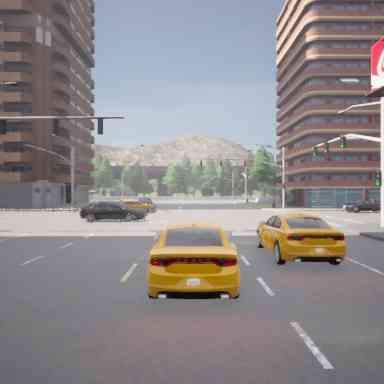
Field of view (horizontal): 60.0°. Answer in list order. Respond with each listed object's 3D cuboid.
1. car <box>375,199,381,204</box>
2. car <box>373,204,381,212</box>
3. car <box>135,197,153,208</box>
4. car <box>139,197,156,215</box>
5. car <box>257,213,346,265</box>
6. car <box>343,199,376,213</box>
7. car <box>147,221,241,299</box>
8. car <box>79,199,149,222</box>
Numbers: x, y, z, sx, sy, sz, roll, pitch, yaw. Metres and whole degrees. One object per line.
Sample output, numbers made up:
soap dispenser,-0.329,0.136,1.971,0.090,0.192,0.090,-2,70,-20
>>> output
car,20.899,1.564,32.666,4.181,1.385,1.994,0,0,0
car,3.600,1.222,1.792,2.150,2.045,5.566,0,0,0
car,-7.081,1.478,49.355,1.882,1.535,5.008,0,0,0
car,-5.926,1.477,32.326,5.008,1.535,1.882,0,1,-31
car,3.567,1.478,11.735,1.882,1.535,5.008,0,0,0
car,18.972,1.491,36.154,4.902,1.511,2.128,0,0,0
car,0.050,1.478,8.497,1.882,1.535,5.008,0,0,1
car,-6.014,1.505,25.312,4.892,1.490,1.837,0,0,0
